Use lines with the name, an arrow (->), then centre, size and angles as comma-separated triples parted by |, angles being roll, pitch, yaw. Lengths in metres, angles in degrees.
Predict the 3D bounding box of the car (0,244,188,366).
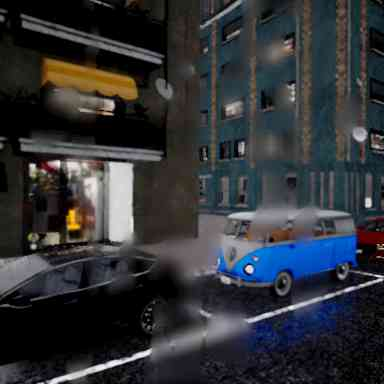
car -> -2.062, 1.568, 5.079 | 4.313, 1.339, 1.947 | 0, 0, -35

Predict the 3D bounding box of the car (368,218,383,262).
car -> 6.932, 1.566, 11.494 | 4.507, 1.381, 1.887 | 0, 0, -35

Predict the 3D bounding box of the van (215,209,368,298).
van -> 2.436, 1.353, 8.285 | 3.998, 1.788, 1.690 | 0, 0, -35
